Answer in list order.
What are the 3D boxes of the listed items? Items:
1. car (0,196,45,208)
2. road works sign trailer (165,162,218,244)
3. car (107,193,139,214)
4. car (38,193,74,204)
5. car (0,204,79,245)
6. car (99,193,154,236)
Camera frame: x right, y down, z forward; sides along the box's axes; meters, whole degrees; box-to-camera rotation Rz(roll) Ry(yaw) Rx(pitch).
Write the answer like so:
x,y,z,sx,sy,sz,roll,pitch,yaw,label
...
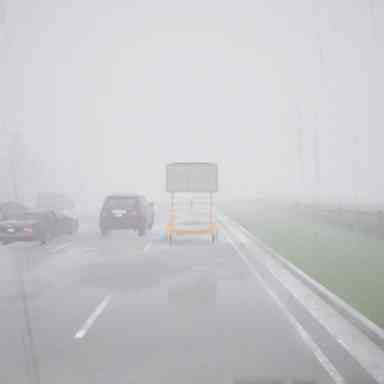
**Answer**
x,y,z,sx,sy,sz,roll,pitch,yaw,label
-10.410,1.295,18.609,2.097,1.767,4.553,0,0,0,car
-0.008,0.417,15.503,2.380,3.560,2.880,0,0,0,road works sign trailer
-6.917,1.112,34.206,2.150,2.045,5.566,0,-1,0,car
-13.918,1.110,33.977,2.150,2.045,5.566,0,-1,0,car
-6.908,1.501,15.244,2.033,1.411,5.357,0,0,0,car
-3.410,1.166,18.188,2.150,2.045,5.566,0,0,0,car
